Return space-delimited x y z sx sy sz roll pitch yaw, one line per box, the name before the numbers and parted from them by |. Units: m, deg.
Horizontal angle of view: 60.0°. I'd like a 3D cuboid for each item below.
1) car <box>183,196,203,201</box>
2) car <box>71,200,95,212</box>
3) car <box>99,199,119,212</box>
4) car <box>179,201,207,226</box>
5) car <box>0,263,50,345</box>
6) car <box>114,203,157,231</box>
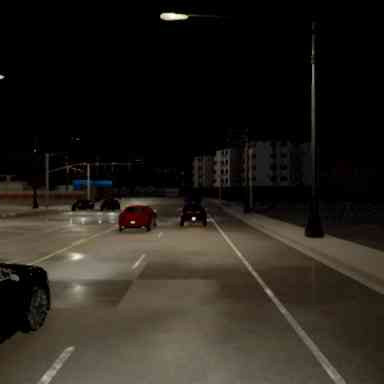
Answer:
car | 0.093 1.447 39.757 2.150 2.045 5.566 0 0 0
car | -14.010 1.766 42.919 1.837 1.490 4.892 0 0 0
car | -10.509 1.725 42.919 1.837 1.490 4.892 0 0 0
car | 0.100 1.651 25.037 1.837 1.490 4.892 0 -2 0
car | -3.401 1.501 3.945 2.128 1.511 4.902 0 0 0
car | -3.404 1.605 21.542 1.882 1.535 5.008 0 0 0
